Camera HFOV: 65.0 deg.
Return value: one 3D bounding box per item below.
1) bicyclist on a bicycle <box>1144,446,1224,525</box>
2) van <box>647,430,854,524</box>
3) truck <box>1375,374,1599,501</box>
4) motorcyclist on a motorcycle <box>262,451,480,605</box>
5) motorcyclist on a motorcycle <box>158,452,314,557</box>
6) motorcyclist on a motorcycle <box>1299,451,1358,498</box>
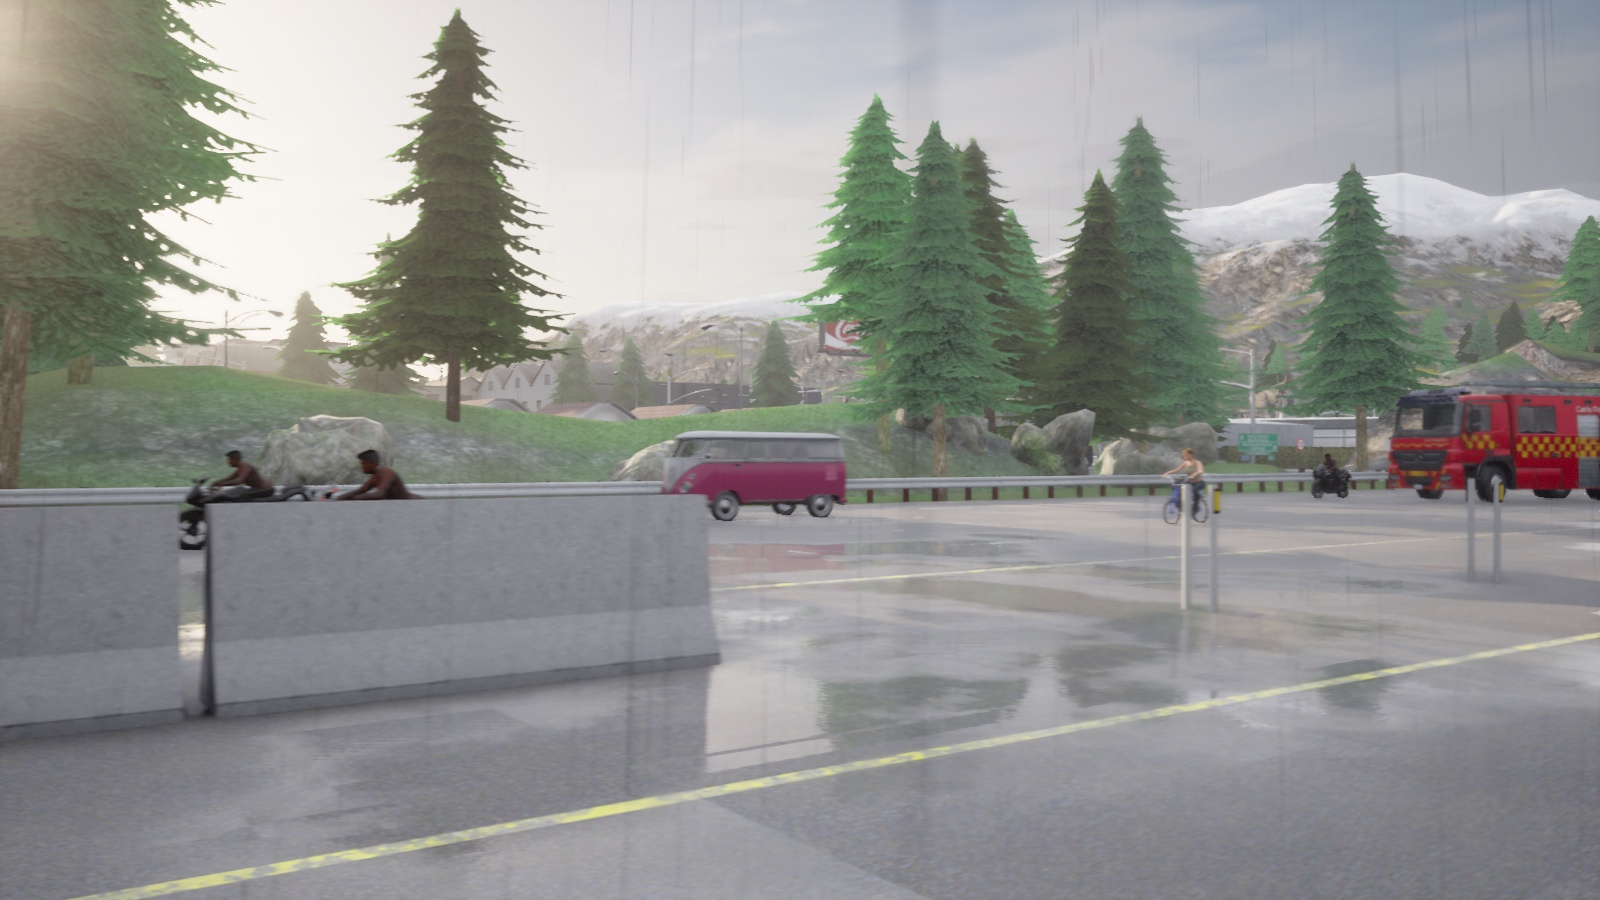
[{"bbox_3d":[8.060,0.729,26.356,1.509,1.612,0.866,0,0,-36],"label":"bicyclist on a bicycle"},{"bbox_3d":[-1.085,0.570,28.492,4.442,1.987,1.775,0,0,-35],"label":"van"},{"bbox_3d":[23.112,-0.369,40.636,8.468,3.827,2.891,0,0,-18],"label":"truck"},{"bbox_3d":[-4.523,0.769,13.299,2.044,1.523,0.797,0,0,-35],"label":"motorcyclist on a motorcycle"},{"bbox_3d":[-8.535,0.792,19.035,2.044,1.523,0.797,0,0,-35],"label":"motorcyclist on a motorcycle"},{"bbox_3d":[17.417,0.791,41.365,2.044,1.523,0.797,0,0,-35],"label":"motorcyclist on a motorcycle"}]
